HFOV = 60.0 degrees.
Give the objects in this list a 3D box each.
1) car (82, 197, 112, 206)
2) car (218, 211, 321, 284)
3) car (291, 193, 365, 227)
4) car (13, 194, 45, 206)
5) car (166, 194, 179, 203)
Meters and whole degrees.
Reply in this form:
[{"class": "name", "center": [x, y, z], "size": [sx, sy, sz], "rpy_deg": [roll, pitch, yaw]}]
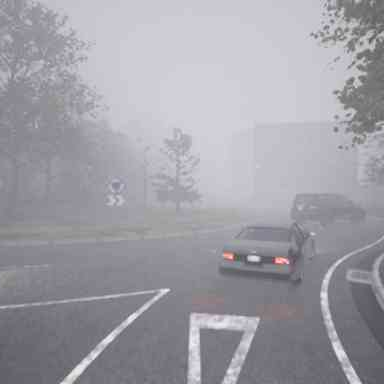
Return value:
[{"class": "car", "center": [-13.210, 1.338, 46.447], "size": [4.181, 1.385, 1.994], "rpy_deg": [1, 0, -9]}, {"class": "car", "center": [2.383, 1.488, 9.546], "size": [2.033, 1.411, 5.357], "rpy_deg": [0, 0, 24]}, {"class": "car", "center": [8.881, 1.081, 21.666], "size": [5.566, 2.045, 2.150], "rpy_deg": [0, -1, -32]}, {"class": "car", "center": [-22.511, 1.061, 46.006], "size": [4.553, 1.767, 2.097], "rpy_deg": [0, 0, -36]}, {"class": "car", "center": [-3.315, 0.989, 55.977], "size": [2.033, 1.411, 5.357], "rpy_deg": [-1, 2, 1]}]
